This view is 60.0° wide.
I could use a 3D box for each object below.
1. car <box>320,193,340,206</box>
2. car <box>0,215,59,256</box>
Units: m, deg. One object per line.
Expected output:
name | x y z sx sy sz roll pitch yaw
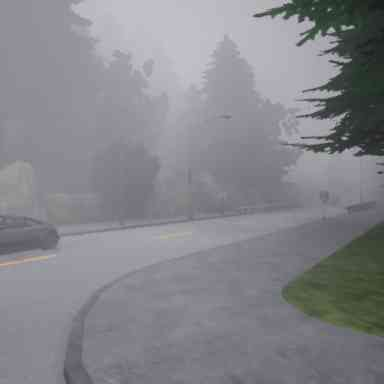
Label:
car | 22.716 1.259 54.582 2.150 2.045 5.566 0 0 36
car | -6.779 1.528 11.613 1.994 1.385 4.181 0 0 26
